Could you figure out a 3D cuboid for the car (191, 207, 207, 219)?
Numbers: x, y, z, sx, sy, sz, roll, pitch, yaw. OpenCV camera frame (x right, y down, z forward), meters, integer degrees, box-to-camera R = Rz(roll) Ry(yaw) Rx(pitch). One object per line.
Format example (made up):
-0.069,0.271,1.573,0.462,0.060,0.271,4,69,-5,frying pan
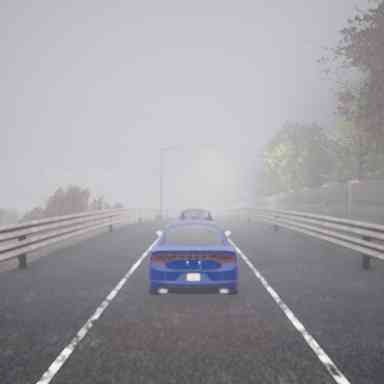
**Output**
1.018,2.986,47.460,2.128,1.511,4.902,0,-4,3,car

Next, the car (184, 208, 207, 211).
0.169,1.555,15.089,2.128,1.511,4.902,0,-1,0,car

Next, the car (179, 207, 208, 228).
0.160,1.905,25.641,2.033,1.411,5.357,0,-2,1,car

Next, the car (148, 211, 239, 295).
0.043,1.462,8.676,1.882,1.535,5.008,0,-1,0,car

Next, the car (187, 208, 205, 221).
0.470,2.531,37.525,1.895,1.301,4.718,0,-3,2,car
